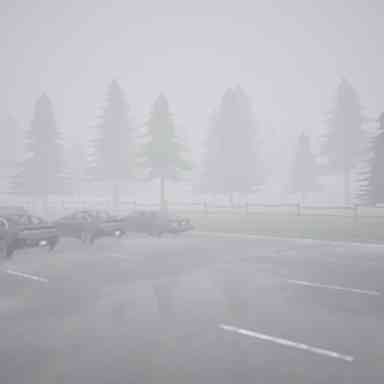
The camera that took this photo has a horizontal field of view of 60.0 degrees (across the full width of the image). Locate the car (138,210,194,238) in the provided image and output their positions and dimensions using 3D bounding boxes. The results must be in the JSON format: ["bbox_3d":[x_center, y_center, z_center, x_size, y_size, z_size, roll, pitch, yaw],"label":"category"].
[{"bbox_3d":[-2.461,1.686,18.520,5.357,1.411,2.033,-1,0,36],"label":"car"}]

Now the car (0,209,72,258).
[{"bbox_3d":[-7.323,1.641,13.400,4.902,1.511,2.128,-1,0,36],"label":"car"}]

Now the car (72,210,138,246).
[{"bbox_3d":[-5.292,1.642,16.251,4.902,1.511,2.128,-1,0,36],"label":"car"}]

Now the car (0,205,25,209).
[{"bbox_3d":[-15.475,1.819,27.805,4.892,1.490,1.837,0,0,36],"label":"car"}]
